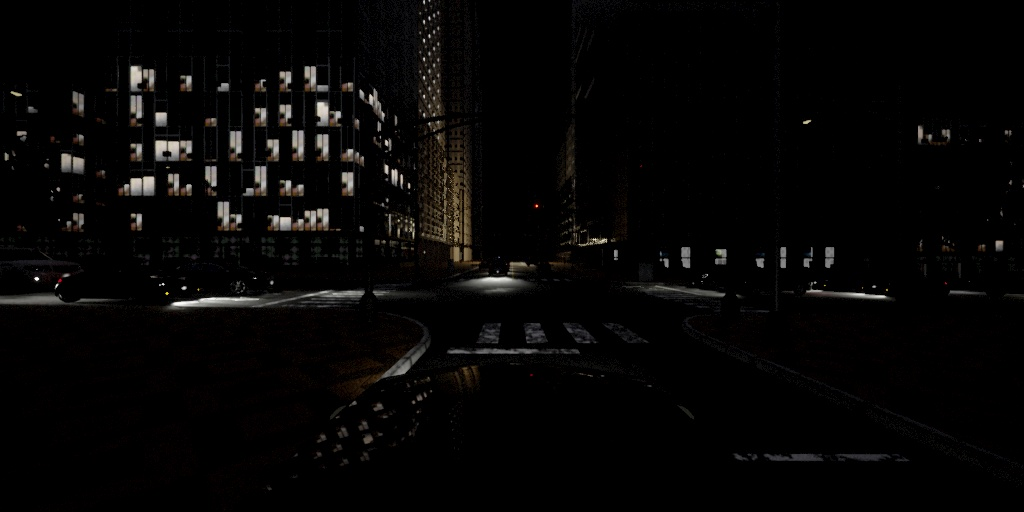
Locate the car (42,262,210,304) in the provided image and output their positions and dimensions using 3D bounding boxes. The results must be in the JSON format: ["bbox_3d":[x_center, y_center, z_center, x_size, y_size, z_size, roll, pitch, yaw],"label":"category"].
[{"bbox_3d":[-15.040,1.062,14.191,4.181,1.385,1.994,1,0,-2],"label":"car"}]

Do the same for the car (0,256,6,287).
[{"bbox_3d":[-23.687,0.830,13.820,4.902,1.511,2.128,1,0,-3],"label":"car"}]

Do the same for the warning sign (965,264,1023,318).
[{"bbox_3d":[17.309,1.203,12.837,1.060,1.860,1.300,0,0,-2],"label":"warning sign"}]

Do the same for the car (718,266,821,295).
[{"bbox_3d":[15.862,1.562,22.244,4.892,1.490,1.837,1,0,-4],"label":"car"}]

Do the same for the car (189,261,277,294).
[{"bbox_3d":[-14.241,1.002,17.486,4.902,1.511,2.128,1,0,-3],"label":"car"}]

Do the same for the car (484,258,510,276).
[{"bbox_3d":[-1.383,1.256,37.118,2.128,1.511,4.902,0,0,0],"label":"car"}]

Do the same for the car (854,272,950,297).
[{"bbox_3d":[24.730,1.780,22.619,4.181,1.385,1.994,1,0,-3],"label":"car"}]

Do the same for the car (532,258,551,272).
[{"bbox_3d":[4.067,1.325,46.681,1.948,1.339,4.313,0,0,0],"label":"car"}]

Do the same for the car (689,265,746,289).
[{"bbox_3d":[15.071,1.394,25.452,4.553,1.767,2.097,1,0,-3],"label":"car"}]

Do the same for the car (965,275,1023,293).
[{"bbox_3d":[36.625,2.029,26.376,4.718,1.301,1.895,1,0,-2],"label":"car"}]

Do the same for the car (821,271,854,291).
[{"bbox_3d":[23.694,1.760,25.841,4.181,1.385,1.994,1,0,-5],"label":"car"}]

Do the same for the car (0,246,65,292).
[{"bbox_3d":[-24.081,0.552,17.051,5.566,2.045,2.150,1,0,-2],"label":"car"}]

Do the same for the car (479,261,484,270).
[{"bbox_3d":[-3.869,1.338,52.199,1.802,1.307,4.207,0,0,0],"label":"car"}]
